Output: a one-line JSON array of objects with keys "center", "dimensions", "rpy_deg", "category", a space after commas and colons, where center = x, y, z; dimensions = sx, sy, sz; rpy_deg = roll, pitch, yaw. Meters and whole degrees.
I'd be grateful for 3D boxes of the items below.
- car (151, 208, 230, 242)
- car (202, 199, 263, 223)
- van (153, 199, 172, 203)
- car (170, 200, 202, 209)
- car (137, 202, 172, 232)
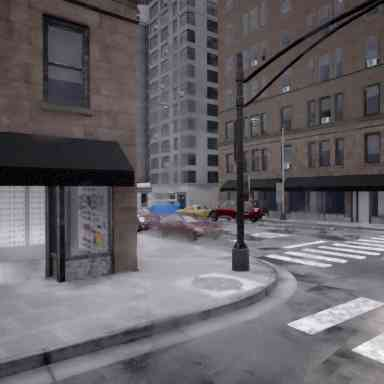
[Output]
[{"center": [-0.227, 1.778, 17.639], "dimensions": [1.802, 1.307, 4.206], "rpy_deg": [-1, 0, -36], "category": "car"}, {"center": [3.469, 1.522, 27.088], "dimensions": [2.192, 1.841, 5.009], "rpy_deg": [-1, 0, -36], "category": "car"}, {"center": [-2.962, 1.689, 36.022], "dimensions": [1.690, 1.788, 3.998], "rpy_deg": [-1, 0, -36], "category": "van"}, {"center": [0.158, 1.804, 31.694], "dimensions": [1.752, 1.417, 4.829], "rpy_deg": [-1, 0, -36], "category": "car"}, {"center": [-3.446, 1.706, 22.107], "dimensions": [1.967, 1.590, 4.097], "rpy_deg": [-1, 0, -36], "category": "car"}]
